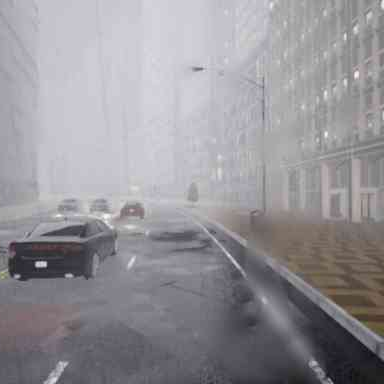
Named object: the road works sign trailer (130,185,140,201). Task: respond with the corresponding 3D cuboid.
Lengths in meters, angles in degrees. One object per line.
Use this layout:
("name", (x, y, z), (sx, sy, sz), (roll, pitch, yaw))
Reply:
("road works sign trailer", (-13.582, 0.235, 78.642), (2.380, 3.560, 2.880), (0, 0, -21))

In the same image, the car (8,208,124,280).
("car", (-3.473, 1.452, 9.898), (1.882, 1.535, 5.008), (0, 0, -2))

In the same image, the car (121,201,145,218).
("car", (-5.178, 1.479, 29.134), (1.994, 1.385, 4.181), (0, 0, -7))

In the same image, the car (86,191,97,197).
("car", (-22.731, 0.688, 75.097), (2.150, 2.045, 5.566), (0, 0, -19))

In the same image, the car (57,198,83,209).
("car", (-12.765, 1.364, 34.976), (1.882, 1.535, 5.008), (0, 0, -9))

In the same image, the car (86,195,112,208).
("car", (-9.327, 1.399, 34.014), (1.837, 1.490, 4.892), (0, 0, -9))
